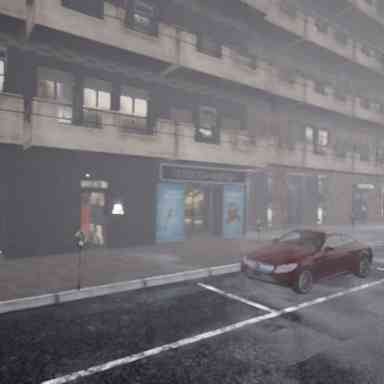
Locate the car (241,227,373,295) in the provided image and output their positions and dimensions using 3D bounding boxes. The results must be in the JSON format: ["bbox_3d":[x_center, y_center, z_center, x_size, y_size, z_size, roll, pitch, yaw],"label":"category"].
[{"bbox_3d":[3.191,1.635,8.837,4.206,1.307,1.802,0,1,-36],"label":"car"}]
